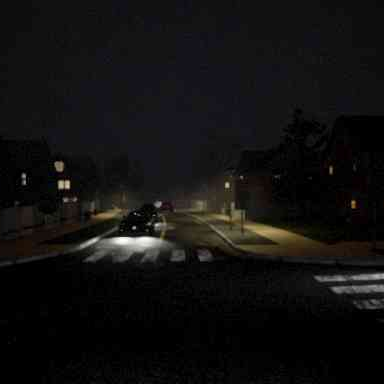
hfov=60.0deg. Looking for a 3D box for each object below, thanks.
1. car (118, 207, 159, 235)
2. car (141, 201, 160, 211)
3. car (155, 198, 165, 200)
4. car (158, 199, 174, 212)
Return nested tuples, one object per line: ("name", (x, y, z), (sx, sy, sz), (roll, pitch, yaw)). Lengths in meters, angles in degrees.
("car", (-3.314, 1.851, 20.611), (1.994, 1.385, 4.181), (0, -1, -3))
("car", (-4.137, 1.949, 31.273), (1.837, 1.490, 4.892), (0, 0, -6))
("car", (-5.825, 2.196, 60.671), (2.150, 2.045, 5.566), (0, -1, -12))
("car", (-3.868, 2.266, 50.741), (1.837, 1.490, 4.892), (0, -1, -10))
